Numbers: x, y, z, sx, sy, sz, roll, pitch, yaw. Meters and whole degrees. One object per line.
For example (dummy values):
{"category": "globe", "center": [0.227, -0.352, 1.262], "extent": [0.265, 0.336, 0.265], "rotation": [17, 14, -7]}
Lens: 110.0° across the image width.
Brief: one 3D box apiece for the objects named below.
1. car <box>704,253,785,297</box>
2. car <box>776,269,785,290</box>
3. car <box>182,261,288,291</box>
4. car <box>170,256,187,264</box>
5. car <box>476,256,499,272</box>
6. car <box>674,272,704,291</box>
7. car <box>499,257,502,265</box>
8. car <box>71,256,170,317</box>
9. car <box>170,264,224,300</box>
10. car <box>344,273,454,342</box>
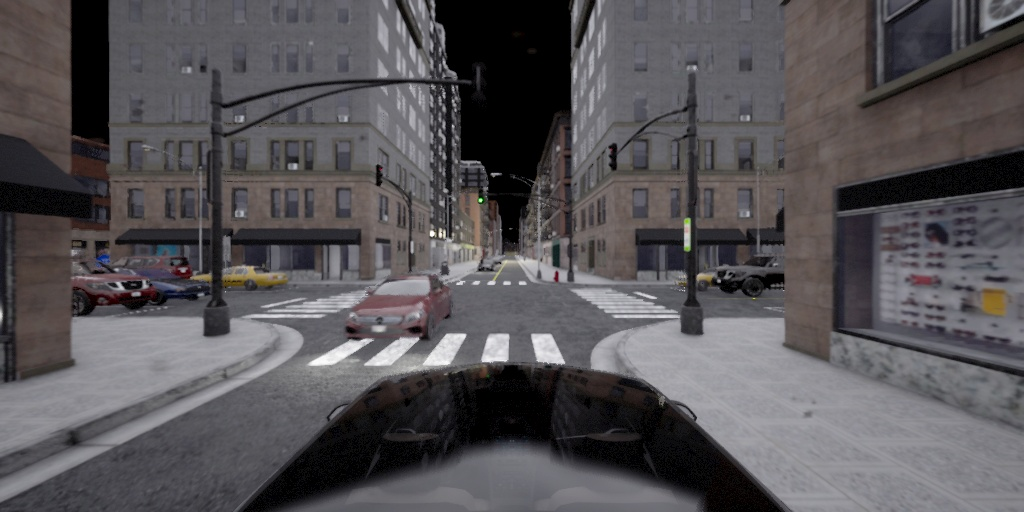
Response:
{"category": "car", "center": [12.839, 0.876, 17.461], "extent": [5.566, 2.045, 2.150], "rotation": [0, 0, 0]}
{"category": "car", "center": [11.782, 1.236, 11.977], "extent": [4.313, 1.339, 1.948], "rotation": [0, 0, 0]}
{"category": "car", "center": [-15.250, 1.146, 20.040], "extent": [4.829, 1.417, 1.751], "rotation": [0, 0, 0]}
{"category": "car", "center": [-20.760, 0.929, 20.048], "extent": [5.009, 1.841, 2.192], "rotation": [0, 0, 0]}
{"category": "car", "center": [-2.752, 1.032, 39.369], "extent": [1.837, 1.490, 4.892], "rotation": [0, 2, 0]}
{"category": "car", "center": [11.633, 1.171, 20.002], "extent": [4.829, 1.417, 1.751], "rotation": [0, 0, 0]}
{"category": "car", "center": [-2.752, 0.805, 62.048], "extent": [1.882, 1.535, 5.008], "rotation": [0, 2, 0]}
{"category": "car", "center": [-15.100, 0.960, 12.014], "extent": [5.009, 1.841, 2.192], "rotation": [0, 0, 0]}
{"category": "car", "center": [-15.286, 1.185, 14.550], "extent": [5.357, 1.411, 2.033], "rotation": [0, 0, 0]}
{"category": "car", "center": [-2.750, 1.231, 9.744], "extent": [1.812, 1.442, 4.674], "rotation": [0, 1, 0]}
